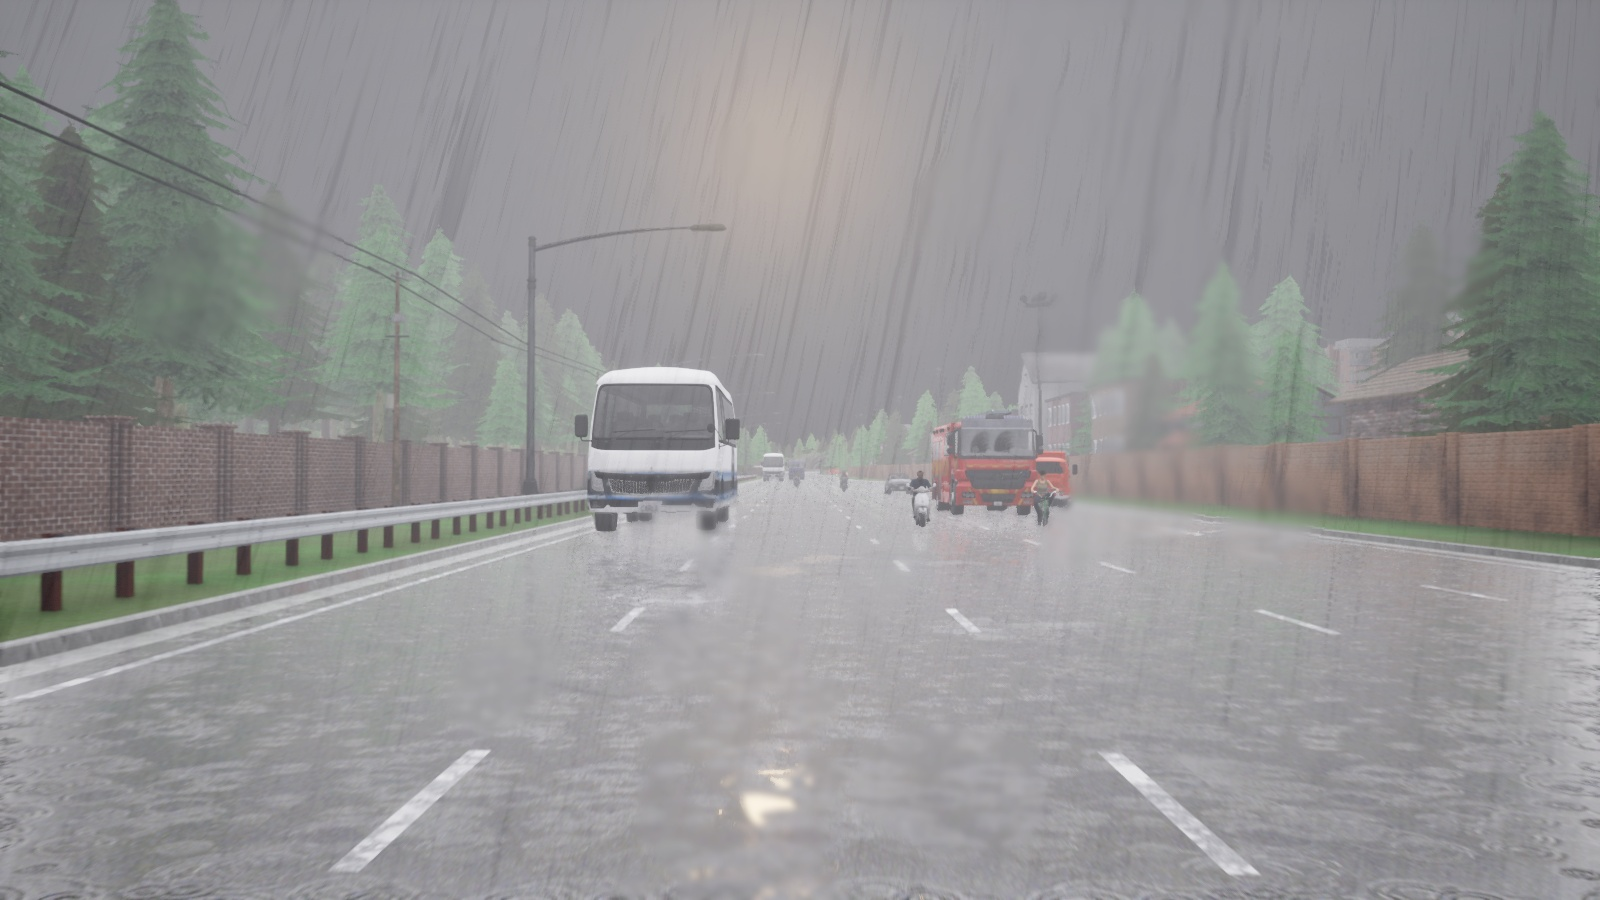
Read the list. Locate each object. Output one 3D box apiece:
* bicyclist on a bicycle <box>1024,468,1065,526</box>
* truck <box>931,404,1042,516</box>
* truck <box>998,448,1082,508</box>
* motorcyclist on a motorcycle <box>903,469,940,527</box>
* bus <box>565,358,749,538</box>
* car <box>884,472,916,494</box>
[{"bbox_3d":[6.916,1.320,35.616,0.866,1.612,1.509,0,-1,0],"label":"bicyclist on a bicycle"},{"bbox_3d":[6.877,0.419,47.559,2.891,3.827,8.468,0,-1,0],"label":"truck"},{"bbox_3d":[10.363,1.200,54.580,2.627,2.467,5.204,0,-1,0],"label":"truck"},{"bbox_3d":[3.412,1.348,35.471,0.866,1.590,1.817,0,-1,0],"label":"motorcyclist on a motorcycle"},{"bbox_3d":[-3.592,0.035,34.789,3.944,4.253,10.273,0,-1,0],"label":"bus"},{"bbox_3d":[6.788,2.237,85.771,1.816,1.474,4.193,0,-1,0],"label":"car"}]
